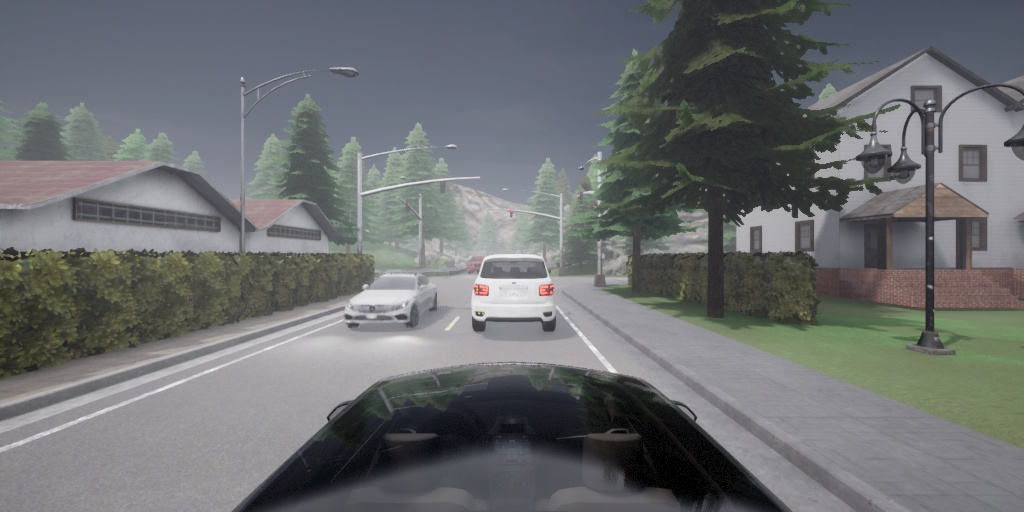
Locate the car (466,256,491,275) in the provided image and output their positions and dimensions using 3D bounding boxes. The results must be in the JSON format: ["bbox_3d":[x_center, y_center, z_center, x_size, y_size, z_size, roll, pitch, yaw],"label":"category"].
[{"bbox_3d":[-3.615,0.970,39.664,2.150,2.045,5.566,0,0,0],"label":"car"}]

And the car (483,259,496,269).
[{"bbox_3d":[-3.638,1.256,58.552,1.837,1.490,4.892,0,-1,0],"label":"car"}]

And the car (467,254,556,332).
[{"bbox_3d":[0.061,0.971,11.023,2.150,2.045,5.566,0,0,0],"label":"car"}]

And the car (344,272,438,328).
[{"bbox_3d":[-3.602,1.275,11.533,1.812,1.442,4.674,0,0,0],"label":"car"}]
